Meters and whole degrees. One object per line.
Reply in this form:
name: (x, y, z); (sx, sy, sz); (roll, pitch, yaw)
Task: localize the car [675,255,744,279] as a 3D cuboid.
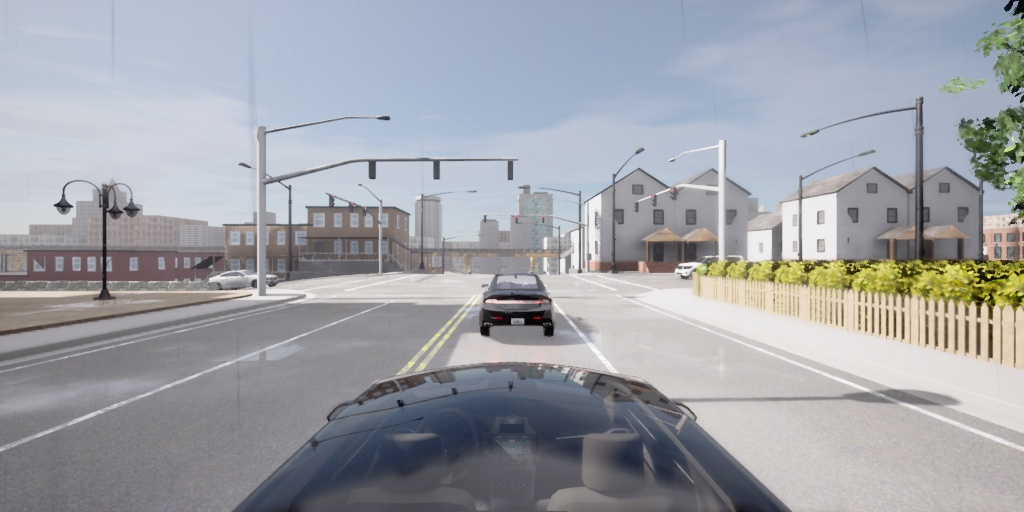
car: (16.909, 0.971, 30.434); (5.566, 2.045, 2.150); (0, 0, -1)

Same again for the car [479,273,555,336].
car: (0.118, 1.241, 10.394); (2.128, 1.511, 4.902); (0, 0, 0)

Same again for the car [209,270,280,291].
car: (-19.659, 1.742, 26.266); (4.674, 1.442, 1.812); (-4, 0, 1)
